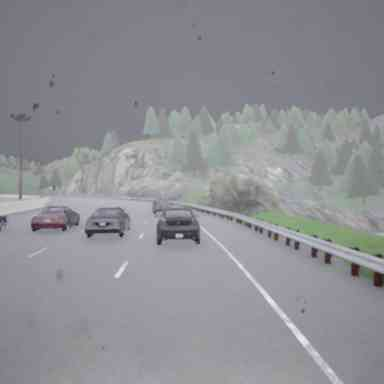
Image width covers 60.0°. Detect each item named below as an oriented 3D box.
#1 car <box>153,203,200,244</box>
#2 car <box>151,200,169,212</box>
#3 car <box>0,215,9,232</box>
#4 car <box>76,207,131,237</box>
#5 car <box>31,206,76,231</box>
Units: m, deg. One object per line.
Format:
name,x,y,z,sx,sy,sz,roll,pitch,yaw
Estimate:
car,-0.689,1.478,15.577,1.837,1.490,4.892,0,0,-4
car,-3.154,1.493,34.290,2.033,1.411,5.357,0,0,-11
car,-11.361,1.593,17.130,1.895,1.301,4.718,0,0,-5
car,-4.375,1.524,17.802,2.033,1.411,5.357,0,0,-6
car,-8.204,1.544,20.370,1.994,1.385,4.181,0,0,-6
